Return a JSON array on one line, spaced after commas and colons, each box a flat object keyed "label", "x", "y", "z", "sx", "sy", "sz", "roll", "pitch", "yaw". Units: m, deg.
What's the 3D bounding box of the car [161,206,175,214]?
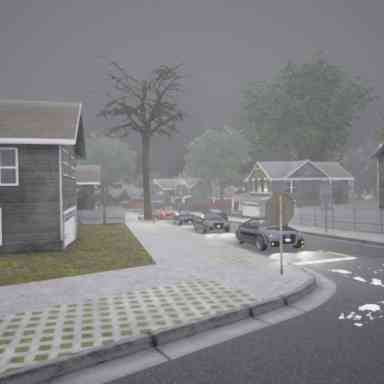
[{"label": "car", "x": -4.492, "y": 3.294, "z": 61.386, "sx": 1.812, "sy": 1.442, "sz": 4.674, "roll": -1, "pitch": -1, "yaw": -15}]

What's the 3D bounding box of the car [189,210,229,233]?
[{"label": "car", "x": 1.409, "y": 2.314, "z": 25.518, "sx": 1.994, "sy": 1.385, "sz": 4.181, "roll": -1, "pitch": -2, "yaw": -14}]

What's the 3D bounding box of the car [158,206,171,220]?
[{"label": "car", "x": -3.315, "y": 2.726, "z": 44.788, "sx": 2.097, "sy": 1.767, "sz": 4.553, "roll": -1, "pitch": -1, "yaw": -13}]

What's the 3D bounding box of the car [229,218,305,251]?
[{"label": "car", "x": 3.695, "y": 1.987, "z": 16.469, "sx": 1.994, "sy": 1.385, "sz": 4.181, "roll": -1, "pitch": -2, "yaw": -14}]

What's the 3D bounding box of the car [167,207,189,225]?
[{"label": "car", "x": -0.823, "y": 2.607, "z": 34.571, "sx": 2.033, "sy": 1.411, "sz": 5.357, "roll": -1, "pitch": -2, "yaw": -14}]
